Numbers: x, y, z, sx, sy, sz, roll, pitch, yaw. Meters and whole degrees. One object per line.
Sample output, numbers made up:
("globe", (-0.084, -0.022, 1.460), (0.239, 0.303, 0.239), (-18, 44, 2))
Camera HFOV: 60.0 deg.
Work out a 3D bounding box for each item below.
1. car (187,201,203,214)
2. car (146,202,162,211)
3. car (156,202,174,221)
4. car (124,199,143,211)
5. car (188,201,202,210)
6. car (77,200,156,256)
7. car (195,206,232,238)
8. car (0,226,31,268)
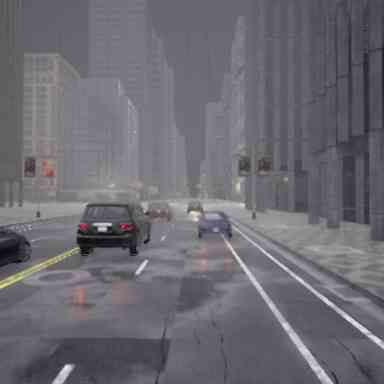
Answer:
("car", (0.436, 1.939, 44.825), (2.097, 1.767, 4.553), (0, -1, 1))
("car", (-6.060, 2.261, 53.347), (1.994, 1.385, 4.181), (0, -1, 1))
("car", (-2.901, 1.763, 31.365), (2.097, 1.767, 4.553), (0, -1, 1))
("car", (-9.311, 2.045, 53.120), (2.097, 1.767, 4.553), (0, -1, 1))
("car", (0.520, 2.217, 55.348), (2.128, 1.511, 4.902), (0, -1, 1))
("car", (-3.082, 1.408, 14.191), (2.150, 2.045, 5.566), (0, -1, 0))
("car", (1.247, 1.780, 19.221), (1.812, 1.442, 4.674), (0, -1, 1))
("car", (-6.562, 1.692, 9.818), (1.994, 1.385, 4.181), (0, -1, 0))
